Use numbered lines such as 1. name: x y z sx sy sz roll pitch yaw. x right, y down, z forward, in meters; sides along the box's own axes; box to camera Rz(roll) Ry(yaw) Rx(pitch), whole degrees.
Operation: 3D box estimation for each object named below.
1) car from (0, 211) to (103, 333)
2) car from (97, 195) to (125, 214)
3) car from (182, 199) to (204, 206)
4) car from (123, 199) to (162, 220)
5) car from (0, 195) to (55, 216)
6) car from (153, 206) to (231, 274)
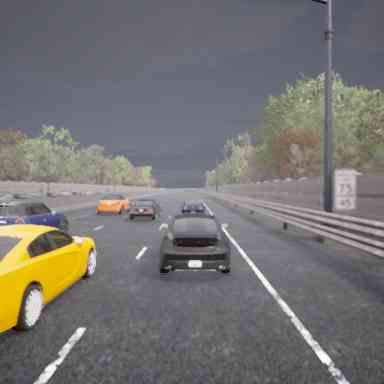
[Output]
1. car: -3.435 1.397 6.681 1.882 1.535 5.008 0 1 0
2. car: -6.911 1.004 29.865 2.097 1.767 4.553 0 1 0
3. car: 0.087 1.269 28.448 1.895 1.301 4.718 0 1 0
4. car: -3.418 1.256 24.930 2.033 1.411 5.357 0 1 0
5. car: -6.910 1.187 13.906 2.097 1.767 4.553 0 1 0
6. car: 0.082 1.384 10.092 1.837 1.490 4.892 0 1 0
